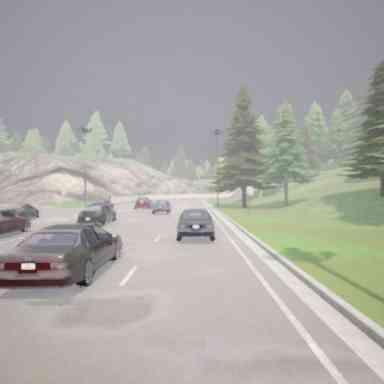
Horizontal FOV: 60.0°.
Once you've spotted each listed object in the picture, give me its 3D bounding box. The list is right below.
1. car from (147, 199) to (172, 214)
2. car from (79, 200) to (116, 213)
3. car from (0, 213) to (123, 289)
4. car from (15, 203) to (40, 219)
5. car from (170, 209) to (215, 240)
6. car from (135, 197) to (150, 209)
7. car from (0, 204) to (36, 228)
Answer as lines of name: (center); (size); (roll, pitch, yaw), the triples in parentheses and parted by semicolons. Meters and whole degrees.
car: (-3.210, 1.589, 36.203); (2.033, 1.411, 5.357); (0, 0, 0)
car: (-6.780, 1.594, 24.043); (1.812, 1.442, 4.674); (0, 0, 0)
car: (-3.363, 1.580, 9.363); (2.033, 1.411, 5.357); (0, 0, 0)
car: (-14.270, 1.660, 27.766); (1.812, 1.442, 4.674); (0, 0, -6)
car: (0.182, 1.553, 16.976); (2.033, 1.411, 5.357); (0, 0, 0)
car: (-6.654, 1.428, 46.518); (2.097, 1.767, 4.553); (0, 0, 0)
car: (-10.316, 1.622, 17.390); (1.812, 1.442, 4.674); (0, 0, 0)
